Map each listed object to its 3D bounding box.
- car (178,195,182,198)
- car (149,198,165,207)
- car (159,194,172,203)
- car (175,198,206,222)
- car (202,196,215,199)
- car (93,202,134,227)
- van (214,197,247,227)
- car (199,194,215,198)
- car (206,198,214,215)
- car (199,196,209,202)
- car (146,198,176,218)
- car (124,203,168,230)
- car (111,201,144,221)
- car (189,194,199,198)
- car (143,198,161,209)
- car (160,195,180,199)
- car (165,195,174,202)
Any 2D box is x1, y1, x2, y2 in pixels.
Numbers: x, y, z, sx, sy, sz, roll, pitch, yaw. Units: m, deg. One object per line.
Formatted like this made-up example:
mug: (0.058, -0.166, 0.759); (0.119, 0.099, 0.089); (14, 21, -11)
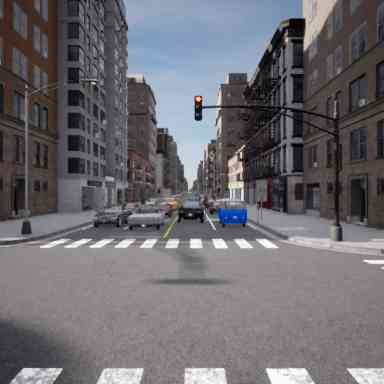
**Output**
car: (-2.770, 1.592, 50.051); (1.895, 1.301, 4.718); (0, 0, 0)
car: (-5.347, 1.556, 50.858); (1.947, 1.339, 4.313); (0, 0, 0)
car: (-5.333, 1.293, 67.903); (2.192, 1.841, 5.009); (0, 0, 0)
car: (-0.027, 1.476, 26.255); (1.882, 1.535, 5.008); (0, 0, 2)
car: (2.674, 1.576, 45.176); (1.802, 1.307, 4.206); (0, 0, 0)
car: (-5.370, 1.550, 22.448); (2.008, 1.369, 4.403); (0, 0, 0)
van: (2.655, 1.340, 22.450); (1.690, 1.788, 3.998); (0, 0, 0)
car: (2.678, 1.305, 50.857); (2.192, 1.841, 5.009); (0, 0, 0)
car: (2.664, 1.580, 33.813); (1.802, 1.307, 4.206); (0, 0, 0)
car: (2.696, 1.524, 73.582); (2.008, 1.369, 4.403); (0, 0, 0)
car: (-2.822, 1.562, 30.299); (1.994, 1.385, 4.181); (0, 0, 0)
car: (-2.803, 1.600, 21.155); (1.895, 1.301, 4.718); (0, 0, -1)
car: (-5.365, 1.543, 28.130); (1.887, 1.381, 4.507); (0, 0, 0)
car: (0.148, 1.479, 56.767); (2.128, 1.511, 4.902); (0, 0, 0)
car: (-5.352, 1.520, 45.006); (1.752, 1.417, 4.829); (0, 0, 0)
car: (-2.811, 1.474, 39.946); (1.882, 1.535, 5.008); (0, 0, 0)
car: (-5.324, 1.410, 79.266); (1.967, 1.590, 4.097); (0, 0, 0)
